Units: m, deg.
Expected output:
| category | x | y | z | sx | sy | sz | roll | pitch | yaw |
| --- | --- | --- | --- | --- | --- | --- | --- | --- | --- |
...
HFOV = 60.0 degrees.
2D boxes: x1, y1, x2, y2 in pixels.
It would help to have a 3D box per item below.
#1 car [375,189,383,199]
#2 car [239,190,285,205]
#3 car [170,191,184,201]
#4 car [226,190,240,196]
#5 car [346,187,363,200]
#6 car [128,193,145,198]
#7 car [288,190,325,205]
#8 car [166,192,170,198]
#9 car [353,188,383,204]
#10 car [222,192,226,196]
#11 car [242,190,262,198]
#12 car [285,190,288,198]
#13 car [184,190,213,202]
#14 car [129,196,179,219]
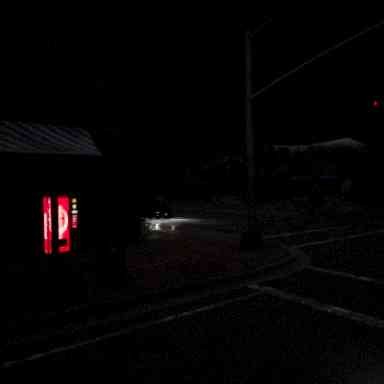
| category | x | y | z | sx | sy | sz | roll | pitch | yaw |
| --- | --- | --- | --- | --- | --- | --- | --- | --- | --- |
| car | 31.578 | 0.312 | 53.971 | 3.806 | 1.475 | 1.970 | -2 | 1 | -36 |
| car | 8.757 | 0.668 | 41.416 | 5.027 | 1.636 | 2.152 | -2 | 1 | -36 |
| car | -0.731 | 0.622 | 53.932 | 4.605 | 1.855 | 1.932 | -2 | 1 | -36 |
| car | 11.567 | 0.284 | 81.776 | 5.027 | 1.636 | 2.152 | -2 | 1 | -36 |
| car | 24.707 | 0.233 | 48.995 | 4.605 | 1.855 | 1.932 | -2 | 1 | -36 |
| car | -11.447 | 0.896 | 69.115 | 3.633 | 1.501 | 1.845 | -2 | 1 | -36 |
| car | 12.762 | 0.739 | 36.391 | 3.806 | 1.475 | 1.970 | -2 | 1 | -36 |
| car | -3.681 | 0.745 | 71.018 | 3.806 | 1.475 | 1.970 | -2 | 1 | -36 |
| car | 20.624 | 0.651 | 37.524 | 4.514 | 1.523 | 2.007 | -2 | 1 | -36 |
| car | 9.696 | 0.295 | 84.294 | 4.514 | 1.523 | 2.007 | -2 | 1 | -36 |
| car | 12.238 | 0.440 | 67.679 | 3.633 | 1.501 | 1.845 | -2 | 1 | -36 |
| car | 18.028 | 0.419 | 59.534 | 4.514 | 1.523 | 2.007 | -2 | 1 | -36 |
| car | 1.298 | 0.592 | 51.811 | 3.866 | 1.878 | 1.905 | -2 | 1 | -36 |
| car | -3.449 | 1.456 | 28.147 | 1.837 | 1.490 | 4.892 | -2 | 2 | -36 |
